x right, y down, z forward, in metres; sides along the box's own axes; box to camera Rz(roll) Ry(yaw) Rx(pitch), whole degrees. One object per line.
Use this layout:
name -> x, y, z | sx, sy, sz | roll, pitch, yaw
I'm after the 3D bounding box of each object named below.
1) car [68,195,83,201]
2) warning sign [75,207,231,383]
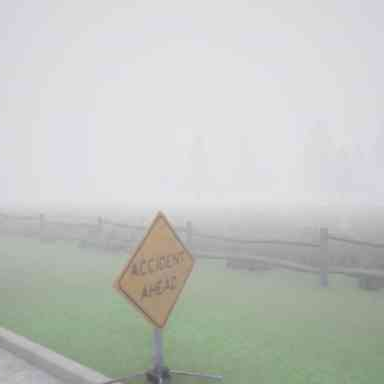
car -> -30.499, 1.691, 87.826 | 4.605, 1.855, 1.932 | 0, 0, 35
warning sign -> -0.367, 1.130, 3.579 | 1.060, 1.860, 1.300 | 0, 0, 36
